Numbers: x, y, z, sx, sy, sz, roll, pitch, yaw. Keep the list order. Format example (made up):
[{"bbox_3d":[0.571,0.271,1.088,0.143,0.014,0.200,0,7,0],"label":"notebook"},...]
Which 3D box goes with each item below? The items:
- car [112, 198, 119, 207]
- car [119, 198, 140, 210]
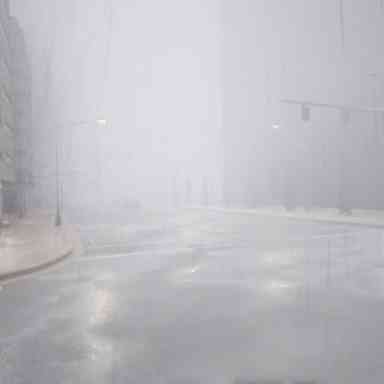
[{"bbox_3d":[-13.120,1.894,59.832,1.882,1.535,5.008,-2,0,-22],"label":"car"},{"bbox_3d":[-9.182,1.796,50.242,2.128,1.511,4.902,-2,0,-21],"label":"car"}]
